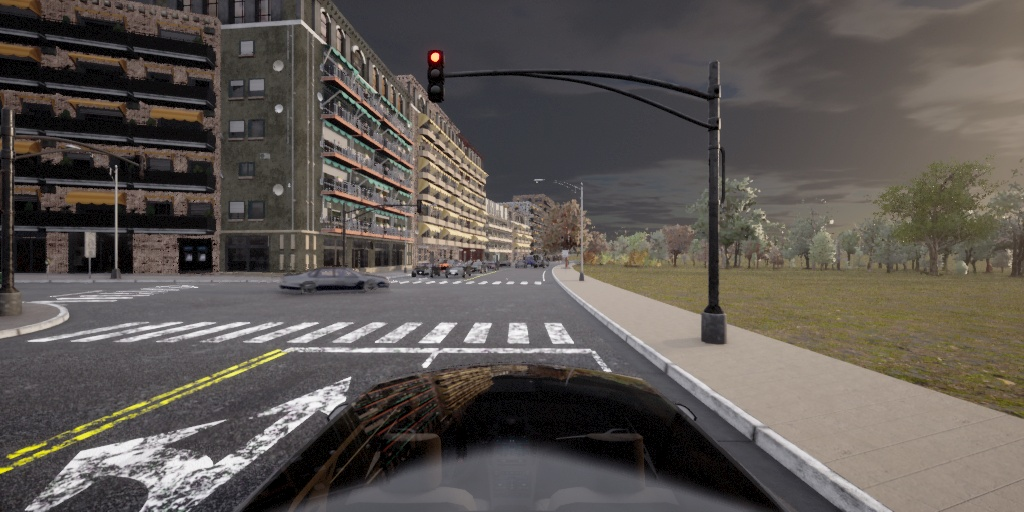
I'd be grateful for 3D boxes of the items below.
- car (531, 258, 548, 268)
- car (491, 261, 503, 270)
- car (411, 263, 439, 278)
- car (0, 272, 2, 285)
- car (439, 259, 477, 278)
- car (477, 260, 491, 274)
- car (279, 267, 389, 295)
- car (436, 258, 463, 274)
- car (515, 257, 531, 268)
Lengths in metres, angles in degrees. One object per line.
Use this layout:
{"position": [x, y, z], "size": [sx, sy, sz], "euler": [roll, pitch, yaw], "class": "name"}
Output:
{"position": [5.019, 1.447, 64.915], "size": [1.837, 1.490, 4.892], "euler": [0, 0, 9], "class": "car"}
{"position": [-3.114, 1.449, 54.176], "size": [1.994, 1.385, 4.181], "euler": [0, 0, 7], "class": "car"}
{"position": [-8.361, 1.374, 35.347], "size": [1.994, 1.385, 4.181], "euler": [0, 0, 5], "class": "car"}
{"position": [-25.001, 0.563, 14.440], "size": [5.566, 2.045, 2.150], "euler": [1, 0, -19], "class": "car"}
{"position": [-5.131, 1.301, 34.976], "size": [2.128, 1.511, 4.902], "euler": [0, 0, 5], "class": "car"}
{"position": [-4.267, 1.350, 44.279], "size": [1.837, 1.490, 4.892], "euler": [0, 0, 6], "class": "car"}
{"position": [-9.665, 1.306, 19.839], "size": [5.357, 1.411, 2.033], "euler": [1, 0, -24], "class": "car"}
{"position": [-7.579, 1.195, 43.767], "size": [2.097, 1.767, 4.553], "euler": [0, 0, 6], "class": "car"}
{"position": [1.739, 1.432, 64.969], "size": [2.128, 1.511, 4.902], "euler": [0, 0, 9], "class": "car"}
